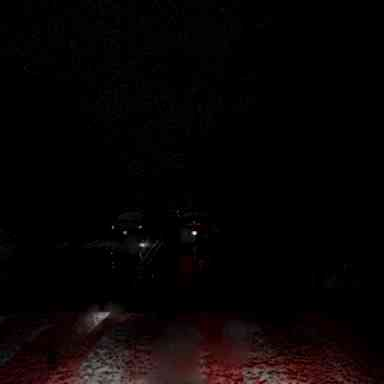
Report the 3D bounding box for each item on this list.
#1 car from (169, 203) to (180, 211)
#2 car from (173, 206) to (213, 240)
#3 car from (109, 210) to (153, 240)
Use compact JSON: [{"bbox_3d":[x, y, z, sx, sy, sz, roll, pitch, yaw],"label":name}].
[{"bbox_3d":[-3.085,2.675,60.069,2.033,1.411,5.357,0,-2,1],"label":"car"},{"bbox_3d":[0.125,1.760,18.512,1.837,1.490,4.892,0,-1,0],"label":"car"},{"bbox_3d":[-3.322,1.785,18.868,1.812,1.442,4.674,0,-1,0],"label":"car"}]
